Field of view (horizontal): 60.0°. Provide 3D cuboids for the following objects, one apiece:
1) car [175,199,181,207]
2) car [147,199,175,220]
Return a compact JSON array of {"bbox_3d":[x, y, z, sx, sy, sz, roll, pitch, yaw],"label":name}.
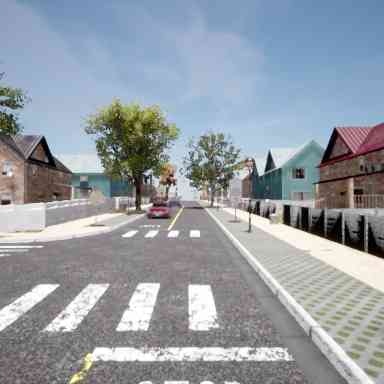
[{"bbox_3d":[-2.817,1.786,54.906,1.994,1.385,4.181,0,0,0],"label":"car"},{"bbox_3d":[-2.784,1.607,29.363,1.812,1.442,4.674,0,0,0],"label":"car"}]
